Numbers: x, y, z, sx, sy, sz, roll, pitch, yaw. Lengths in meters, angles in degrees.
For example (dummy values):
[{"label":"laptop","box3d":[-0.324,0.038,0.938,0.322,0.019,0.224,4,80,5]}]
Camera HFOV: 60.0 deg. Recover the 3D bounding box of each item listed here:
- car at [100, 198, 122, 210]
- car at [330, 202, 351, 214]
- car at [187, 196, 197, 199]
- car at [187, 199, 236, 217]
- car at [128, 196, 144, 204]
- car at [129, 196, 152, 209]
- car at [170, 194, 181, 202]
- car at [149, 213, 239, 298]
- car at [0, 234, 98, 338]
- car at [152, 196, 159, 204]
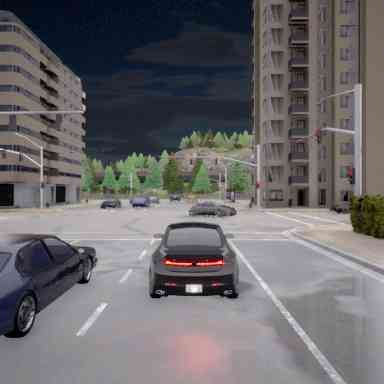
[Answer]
[{"label":"car","box3d":[-10.671,1.547,44.202,2.033,1.411,5.357,0,0,0]},{"label":"car","box3d":[17.290,1.547,34.599,5.357,1.411,2.033,0,0,0]},{"label":"car","box3d":[-0.031,1.477,70.020,1.882,1.535,5.008,0,0,0]},{"label":"car","box3d":[1.805,1.564,29.720,4.181,1.385,1.994,0,0,28]},{"label":"car","box3d":[-10.650,1.492,63.396,2.128,1.511,4.902,0,0,0]},{"label":"car","box3d":[-7.174,1.478,46.523,1.882,1.535,5.008,0,0,0]},{"label":"car","box3d":[-3.618,1.194,72.924,2.097,1.767,4.553,0,0,0]},{"label":"car","box3d":[0.050,1.505,8.466,1.837,1.490,4.892,0,0,0]},{"label":"car","box3d":[-3.460,1.547,6.537,2.033,1.411,5.357,0,0,0]},{"label":"car","box3d":[-7.163,1.525,61.565,1.812,1.442,4.674,0,0,0]}]
